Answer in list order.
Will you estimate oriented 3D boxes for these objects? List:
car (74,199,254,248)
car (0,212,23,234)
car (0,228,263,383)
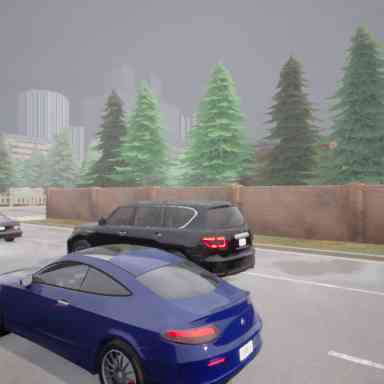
[{"bbox_3d":[-1.040,1.221,9.047,5.566,2.045,2.150,0,0,36],"label":"car"},{"bbox_3d":[-9.773,1.547,15.275,5.357,1.411,2.033,0,0,39],"label":"car"},{"bbox_3d":[-1.283,1.526,4.920,4.674,1.442,1.812,0,0,36],"label":"car"}]
